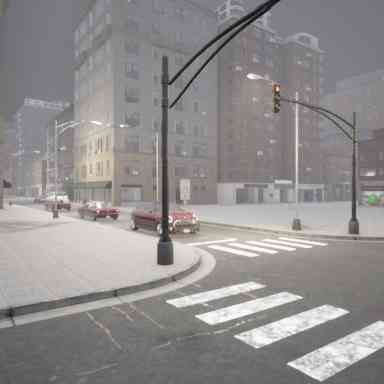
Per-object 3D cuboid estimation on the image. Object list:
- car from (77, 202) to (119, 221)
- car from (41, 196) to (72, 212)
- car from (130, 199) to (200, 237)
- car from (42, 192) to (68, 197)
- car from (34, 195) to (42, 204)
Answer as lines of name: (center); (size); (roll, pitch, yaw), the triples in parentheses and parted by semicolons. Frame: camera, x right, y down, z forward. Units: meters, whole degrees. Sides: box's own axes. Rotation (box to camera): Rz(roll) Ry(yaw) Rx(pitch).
car: (-7.385, 1.481, 26.027); (1.895, 1.301, 4.718); (0, 0, -35)
car: (-14.581, 1.424, 36.123); (1.895, 1.301, 4.718); (0, 0, -35)
car: (-1.547, 1.280, 17.879); (2.097, 1.767, 4.553); (0, 0, -36)
car: (-19.536, 0.989, 48.131); (2.150, 2.045, 5.566); (0, 0, -36)
car: (-25.515, 1.270, 56.491); (2.033, 1.411, 5.357); (0, 0, -35)
